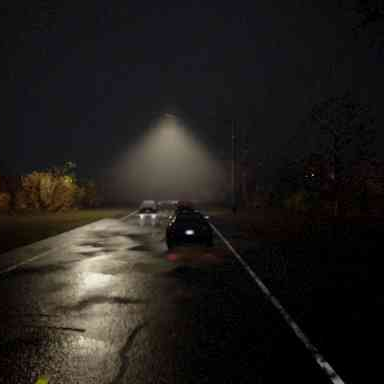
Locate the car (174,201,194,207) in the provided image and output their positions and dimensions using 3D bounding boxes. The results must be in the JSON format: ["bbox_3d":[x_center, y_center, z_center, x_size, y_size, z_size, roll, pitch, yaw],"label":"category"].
[{"bbox_3d":[-0.754,1.568,31.397,1.812,1.442,4.674,0,0,-3],"label":"car"}]

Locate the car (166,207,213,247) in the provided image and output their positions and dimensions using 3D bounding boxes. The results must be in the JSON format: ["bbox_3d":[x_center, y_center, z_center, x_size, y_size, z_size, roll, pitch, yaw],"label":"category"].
[{"bbox_3d":[-0.145,1.582,15.272,1.994,1.385,4.181,0,0,-1],"label":"car"}]

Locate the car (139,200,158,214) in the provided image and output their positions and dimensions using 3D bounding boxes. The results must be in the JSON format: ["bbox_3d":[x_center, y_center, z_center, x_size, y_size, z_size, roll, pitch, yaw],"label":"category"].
[{"bbox_3d":[-4.756,1.603,37.001,2.033,1.411,5.357,0,0,-3],"label":"car"}]
